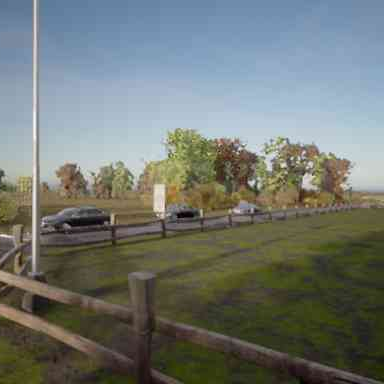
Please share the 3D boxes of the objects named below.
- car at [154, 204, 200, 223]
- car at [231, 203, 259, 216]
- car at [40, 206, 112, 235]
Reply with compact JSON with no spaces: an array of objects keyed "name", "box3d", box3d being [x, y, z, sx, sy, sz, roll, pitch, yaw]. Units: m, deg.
[{"name":"car","box3d":[-1.214,1.806,28.655,2.128,1.511,4.902,1,0,36]},{"name":"car","box3d":[6.319,2.023,39.051,1.812,1.442,4.674,1,0,36]},{"name":"car","box3d":[-7.035,1.679,20.558,1.837,1.490,4.892,1,0,35]}]
